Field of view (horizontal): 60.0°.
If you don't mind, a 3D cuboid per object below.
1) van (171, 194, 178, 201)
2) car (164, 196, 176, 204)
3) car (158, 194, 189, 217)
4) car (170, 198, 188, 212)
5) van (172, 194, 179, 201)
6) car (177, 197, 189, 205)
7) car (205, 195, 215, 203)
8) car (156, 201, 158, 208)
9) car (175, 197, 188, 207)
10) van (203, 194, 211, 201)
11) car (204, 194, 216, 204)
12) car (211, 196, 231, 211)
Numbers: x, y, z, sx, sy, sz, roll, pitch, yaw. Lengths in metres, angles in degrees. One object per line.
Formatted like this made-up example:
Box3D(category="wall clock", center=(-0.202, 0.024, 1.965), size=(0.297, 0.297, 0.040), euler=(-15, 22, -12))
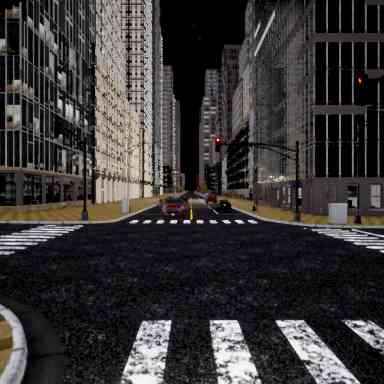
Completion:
Box3D(category="van", center=(-4.237, 1.321, 80.467), size=(1.690, 1.788, 3.998), euler=(0, 0, 0))
Box3D(category="car", center=(-4.152, 1.564, 63.884), size=(1.947, 1.339, 4.313), euler=(0, 0, 0))
Box3D(category="car", center=(-1.590, 1.369, 31.171), size=(2.097, 1.767, 4.553), euler=(0, 0, 2))
Box3D(category="car", center=(-1.567, 1.561, 41.318), size=(2.033, 1.411, 5.357), euler=(0, 0, 0))
Box3D(category="van", center=(-4.265, 1.315, 85.994), size=(1.690, 1.788, 3.998), euler=(0, 0, 0))
Box3D(category="car", center=(-1.629, 1.565, 61.022), size=(1.994, 1.385, 4.181), euler=(0, 0, 0))
Box3D(category="car", center=(3.700, 1.432, 69.452), size=(1.967, 1.590, 4.097), euler=(0, 0, 0))
Box3D(category="car", center=(-4.068, 1.592, 47.301), size=(1.802, 1.307, 4.206), euler=(0, 0, 0))
Box3D(category="car", center=(-1.617, 1.534, 51.018), size=(1.812, 1.442, 4.674), euler=(0, 0, 0))
Box3D(category="van", center=(3.643, 1.321, 80.507), size=(1.690, 1.788, 3.998), euler=(0, 0, 0))
Box3D(category="car", center=(3.728, 1.313, 63.924), size=(2.192, 1.841, 5.009), euler=(0, 0, 0))
Box3D(category="car", center=(3.890, 1.579, 41.815), size=(1.947, 1.339, 4.313), euler=(0, 0, 0))
